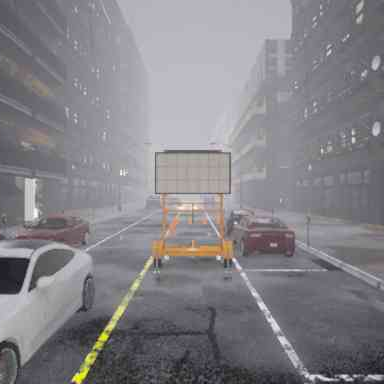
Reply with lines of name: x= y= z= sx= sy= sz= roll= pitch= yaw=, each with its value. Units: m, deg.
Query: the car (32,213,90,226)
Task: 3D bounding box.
car: x=-5.278 y=1.550 z=12.771 sx=1.887 sy=1.381 sz=4.507 roll=1 pitch=0 yaw=0

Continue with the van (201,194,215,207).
van: x=2.692 y=1.361 z=52.480 sx=1.690 sy=1.788 sz=3.998 roll=1 pitch=0 yaw=0

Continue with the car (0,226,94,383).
car: x=-2.839 y=1.528 z=4.985 sx=1.812 sy=1.442 sz=4.674 roll=0 pitch=0 yaw=0

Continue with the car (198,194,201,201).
car: x=2.766 y=1.349 z=86.505 sx=2.192 sy=1.841 sz=5.009 roll=1 pitch=0 yaw=0

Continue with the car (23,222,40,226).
car: x=-5.291 y=1.569 z=7.100 sx=1.947 sy=1.339 sz=4.313 roll=1 pitch=0 yaw=0

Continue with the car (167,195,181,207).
car: x=-2.639 y=1.545 z=50.723 sx=1.812 sy=1.442 sz=4.674 roll=0 pitch=0 yaw=0

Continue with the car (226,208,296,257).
car: x=2.602 y=1.550 z=12.784 sx=1.887 sy=1.381 sz=4.507 roll=1 pitch=0 yaw=0

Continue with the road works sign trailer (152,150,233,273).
road works sign trailer: x=0.028 y=0.469 z=10.636 sx=2.380 sy=3.560 sz=2.880 roll=0 pitch=0 yaw=0

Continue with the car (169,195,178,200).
car: x=-5.105 y=1.587 z=92.163 sx=2.008 sy=1.369 sz=4.403 roll=1 pitch=0 yaw=0

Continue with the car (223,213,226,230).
car: x=2.615 y=1.558 z=18.454 sx=2.008 sy=1.369 sz=4.403 roll=1 pitch=0 yaw=0

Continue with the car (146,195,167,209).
car: x=-5.201 y=1.333 z=46.796 sx=2.192 sy=1.841 sz=5.009 roll=1 pitch=0 yaw=0

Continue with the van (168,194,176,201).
van: x=-5.114 y=1.375 z=86.493 sx=1.690 sy=1.788 sz=3.998 roll=1 pitch=0 yaw=0
